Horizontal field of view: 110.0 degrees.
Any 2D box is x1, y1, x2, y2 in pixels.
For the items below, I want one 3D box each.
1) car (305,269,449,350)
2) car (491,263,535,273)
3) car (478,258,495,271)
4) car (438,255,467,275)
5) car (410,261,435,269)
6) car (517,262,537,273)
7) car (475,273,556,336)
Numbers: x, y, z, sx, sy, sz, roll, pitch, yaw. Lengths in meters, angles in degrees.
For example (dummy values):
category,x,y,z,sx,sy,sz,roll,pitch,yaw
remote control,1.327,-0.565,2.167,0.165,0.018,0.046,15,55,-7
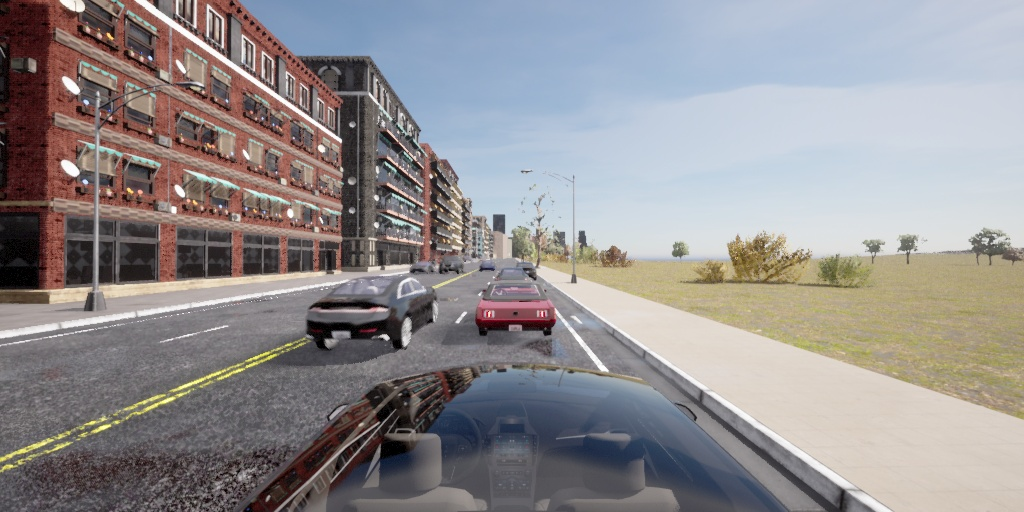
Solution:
category,x,y,z,sx,sy,sz,roll,pitch,yaw
car,-3.169,1.243,9.063,2.128,1.511,4.902,0,0,0
car,0.044,1.318,20.418,1.994,1.385,4.181,0,0,0
car,-3.272,1.319,48.870,1.994,1.385,4.181,0,0,0
car,-6.701,0.977,40.122,2.150,2.045,5.566,0,0,0
car,-9.950,1.303,40.170,2.033,1.411,5.357,0,0,0
car,1.063,1.261,30.411,1.837,1.490,4.892,0,0,0
car,0.080,1.353,10.387,1.895,1.301,4.718,0,0,0
